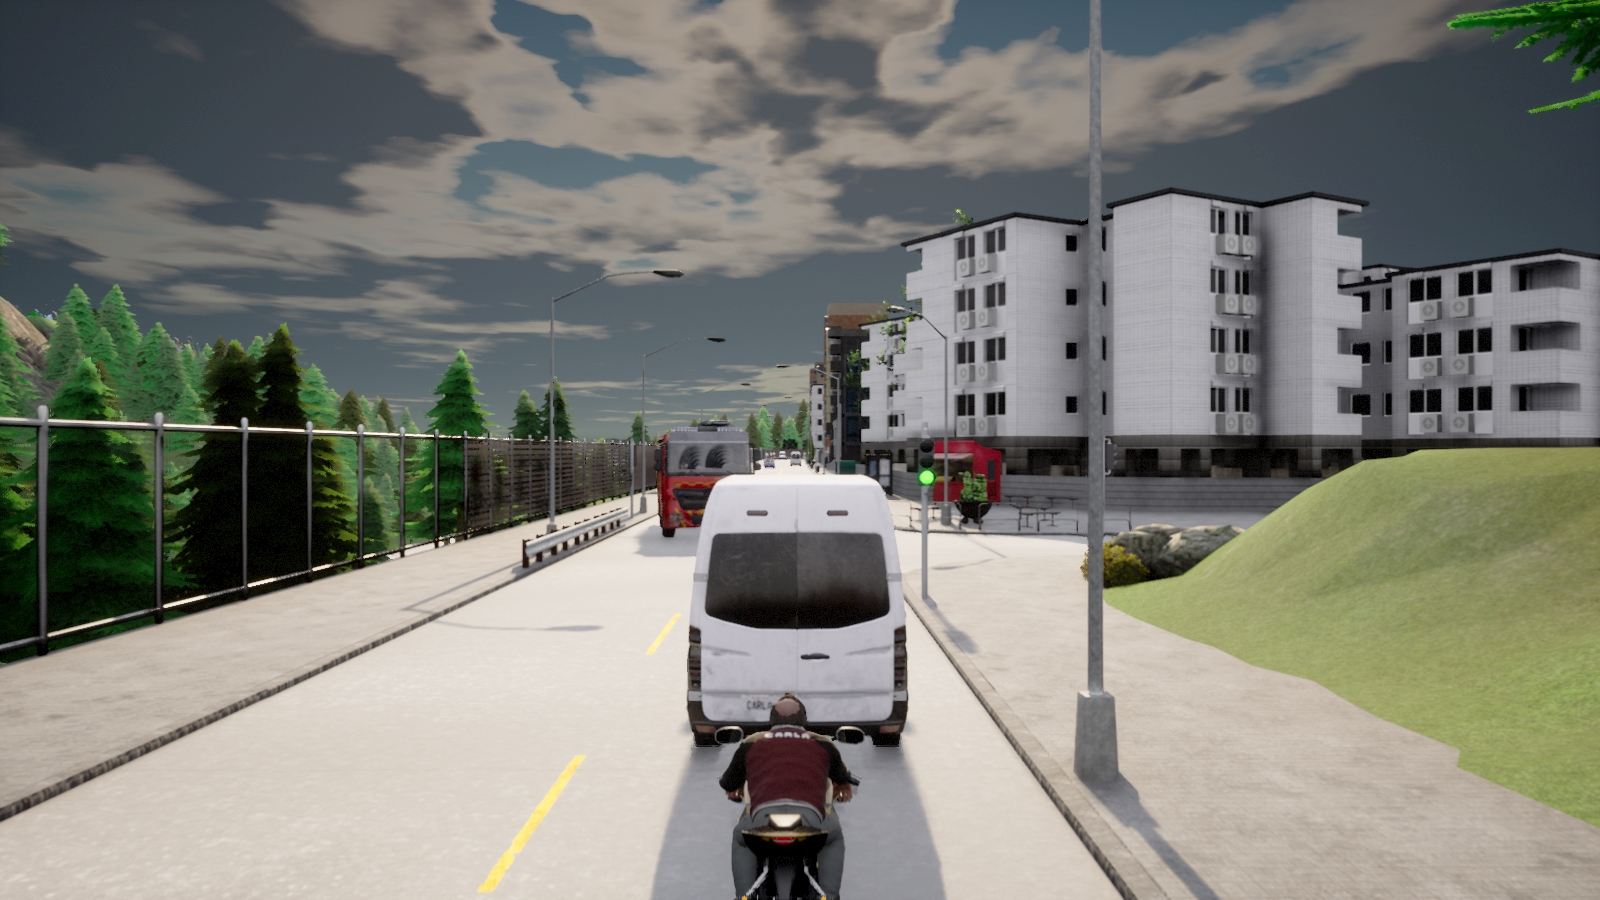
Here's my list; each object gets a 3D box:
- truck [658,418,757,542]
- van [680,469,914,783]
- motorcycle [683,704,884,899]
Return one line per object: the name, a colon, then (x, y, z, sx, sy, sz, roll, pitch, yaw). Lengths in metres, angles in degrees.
truck: (-3.398, 0.920, 39.678, 2.891, 3.827, 8.468, 0, 0, -8)
van: (-0.034, 1.545, 12.665, 1.988, 2.561, 5.915, 0, 0, 0)
motorcycle: (-0.064, 2.210, 6.042, 0.867, 1.251, 2.209, 0, 0, 0)
